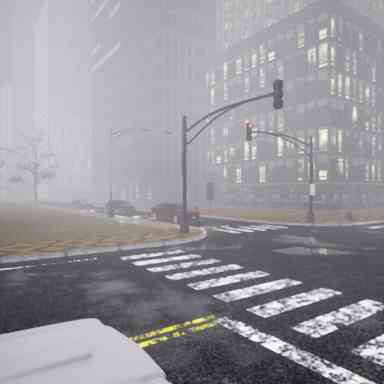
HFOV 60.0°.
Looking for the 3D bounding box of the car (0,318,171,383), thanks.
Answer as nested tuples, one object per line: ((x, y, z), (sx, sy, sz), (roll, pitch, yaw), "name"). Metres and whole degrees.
((-2.314, 1.601, 1.793), (4.718, 1.301, 1.895), (0, 0, -36), "car")

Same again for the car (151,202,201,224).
((-1.297, 1.489, 24.996), (1.882, 1.535, 5.008), (0, 0, -35), "car")

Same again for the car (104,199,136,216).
((-7.302, 1.516, 33.537), (1.837, 1.490, 4.892), (0, 0, -35), "car")

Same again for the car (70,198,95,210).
((-14.477, 1.557, 43.724), (2.033, 1.411, 5.357), (0, 0, -35), "car")
